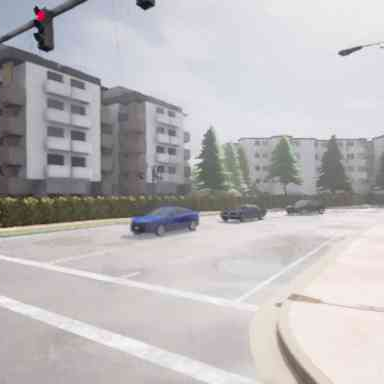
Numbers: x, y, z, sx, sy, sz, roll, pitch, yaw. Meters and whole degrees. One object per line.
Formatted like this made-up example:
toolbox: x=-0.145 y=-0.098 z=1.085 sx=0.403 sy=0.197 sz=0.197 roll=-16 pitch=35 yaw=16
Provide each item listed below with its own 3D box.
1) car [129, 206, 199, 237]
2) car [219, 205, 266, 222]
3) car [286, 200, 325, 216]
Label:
car: x=-1.497 y=1.610 z=19.409 sx=1.882 sy=1.535 sz=5.008 roll=-1 pitch=0 yaw=34
car: x=4.257 y=1.733 z=27.407 sx=1.895 sy=1.301 sz=4.718 roll=-1 pitch=0 yaw=39
car: x=11.846 y=1.588 z=34.666 sx=5.008 sy=1.535 sz=1.882 roll=0 pitch=0 yaw=-36
